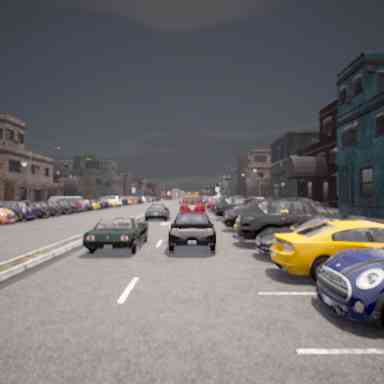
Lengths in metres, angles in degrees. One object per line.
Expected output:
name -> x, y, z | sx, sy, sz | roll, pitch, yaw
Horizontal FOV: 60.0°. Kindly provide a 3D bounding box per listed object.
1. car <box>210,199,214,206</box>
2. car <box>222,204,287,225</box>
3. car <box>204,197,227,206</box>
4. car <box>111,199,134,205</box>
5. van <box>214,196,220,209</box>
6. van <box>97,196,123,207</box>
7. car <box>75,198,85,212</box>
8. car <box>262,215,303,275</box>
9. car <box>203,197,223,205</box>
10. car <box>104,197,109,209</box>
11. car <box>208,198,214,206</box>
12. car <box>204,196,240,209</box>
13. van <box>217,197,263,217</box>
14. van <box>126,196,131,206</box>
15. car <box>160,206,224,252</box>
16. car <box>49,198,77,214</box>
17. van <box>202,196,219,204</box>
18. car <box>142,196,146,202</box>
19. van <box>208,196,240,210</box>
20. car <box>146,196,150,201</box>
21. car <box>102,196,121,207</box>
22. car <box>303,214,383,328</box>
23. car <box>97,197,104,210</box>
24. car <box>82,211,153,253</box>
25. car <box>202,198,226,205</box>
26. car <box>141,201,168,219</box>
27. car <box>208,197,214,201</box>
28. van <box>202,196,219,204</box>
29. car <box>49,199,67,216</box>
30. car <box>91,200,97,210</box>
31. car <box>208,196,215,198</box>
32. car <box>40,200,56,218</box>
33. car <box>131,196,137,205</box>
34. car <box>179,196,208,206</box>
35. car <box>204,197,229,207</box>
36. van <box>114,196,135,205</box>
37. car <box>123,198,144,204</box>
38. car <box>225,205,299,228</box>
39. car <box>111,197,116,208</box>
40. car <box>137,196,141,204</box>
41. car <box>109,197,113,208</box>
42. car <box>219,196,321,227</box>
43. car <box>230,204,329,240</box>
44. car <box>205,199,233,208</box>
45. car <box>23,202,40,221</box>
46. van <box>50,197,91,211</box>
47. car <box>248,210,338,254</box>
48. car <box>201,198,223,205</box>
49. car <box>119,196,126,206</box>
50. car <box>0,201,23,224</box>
car -> 4.721, 1.776, 36.838 | 4.674, 1.452, 2.002 | 0, 0, 0
car -> 4.716, 1.687, 25.597 | 4.674, 1.452, 2.002 | 0, 0, 0
car -> 4.703, 1.948, 67.283 | 4.553, 1.767, 2.185 | 0, -1, 0
car -> -15.477, 2.237, 74.160 | 4.674, 1.452, 2.002 | 0, -1, 0
van -> 4.604, 1.462, 31.159 | 4.442, 1.987, 1.878 | 0, 0, 0
van -> -15.591, 1.818, 63.135 | 4.442, 1.987, 1.878 | 0, -1, 0
car -> -15.458, 1.763, 38.319 | 4.892, 1.521, 2.231 | 0, -1, 0
car -> 4.708, 1.543, 9.048 | 5.008, 1.535, 2.097 | 0, 0, 0
car -> 4.768, 2.064, 75.618 | 4.553, 1.767, 2.185 | 0, -1, 0
car -> -15.463, 1.877, 49.347 | 4.892, 1.521, 2.231 | 0, -1, 0
car -> 4.694, 1.790, 39.492 | 4.792, 1.488, 2.163 | 0, -1, 0
car -> 4.701, 1.651, 53.388 | 5.566, 2.045, 2.435 | 0, -1, 0
van -> 4.839, 1.486, 33.936 | 4.442, 1.987, 1.878 | 0, 0, 0
van -> -15.594, 1.892, 68.648 | 4.442, 1.987, 1.878 | 0, -1, 0
car -> 0.009, 1.587, 14.297 | 2.128, 1.511, 4.902 | 0, 0, 0
car -> -15.457, 1.737, 35.563 | 4.892, 1.521, 2.231 | 0, -1, 0
van -> 4.858, 2.123, 86.736 | 4.442, 1.987, 1.878 | 0, -1, 0
car -> -15.513, 2.109, 85.193 | 5.566, 2.045, 2.435 | 0, -1, 0
van -> 4.610, 1.617, 47.831 | 4.442, 1.987, 1.878 | 0, -1, 0
car -> -15.516, 2.228, 93.467 | 5.566, 2.045, 2.435 | 0, -1, 0
car -> -15.478, 1.973, 57.619 | 5.008, 1.535, 2.097 | 0, -1, 0
car -> 4.743, 1.400, 6.145 | 4.553, 1.767, 2.185 | 0, 0, 0
car -> -15.653, 1.843, 46.591 | 5.366, 1.575, 1.946 | 0, -1, 0
car -> -2.994, 1.694, 14.111 | 1.895, 1.301, 4.718 | 0, 0, 0
car -> 4.732, 2.150, 72.835 | 5.008, 1.535, 2.097 | 0, -1, 0
car -> -2.985, 1.759, 29.349 | 1.994, 1.385, 4.181 | 0, 0, 0
car -> 4.719, 1.788, 42.271 | 4.892, 1.521, 2.231 | 0, -1, 0
van -> 4.859, 2.162, 89.515 | 4.442, 1.987, 1.878 | 0, -1, 0
car -> -15.456, 1.712, 32.807 | 4.892, 1.521, 2.231 | 0, 0, 0
car -> -15.464, 1.856, 43.833 | 4.674, 1.452, 2.002 | 0, -1, 0
car -> 4.698, 1.562, 45.054 | 5.566, 2.045, 2.435 | 0, -1, 0
car -> -15.455, 1.689, 30.049 | 4.892, 1.521, 2.231 | 0, 0, 0
car -> -15.293, 2.154, 71.403 | 5.366, 1.575, 1.946 | 0, -1, 0
car -> 0.011, 1.409, 29.000 | 2.150, 2.045, 5.566 | 0, 0, 0
car -> 4.702, 1.912, 64.503 | 4.553, 1.767, 2.185 | 0, -1, 0
van -> -15.598, 2.011, 76.920 | 4.442, 1.987, 1.878 | 0, -1, 0
car -> -15.480, 2.402, 88.072 | 5.008, 1.535, 2.097 | 0, -1, 0
car -> 4.715, 1.668, 22.883 | 4.674, 1.452, 2.002 | 0, 0, 0
car -> -15.474, 1.979, 54.861 | 4.674, 1.452, 2.002 | 0, -1, 0
car -> -15.487, 2.278, 79.674 | 5.008, 1.535, 2.097 | 0, -1, 0
car -> -15.499, 1.937, 52.105 | 4.792, 1.488, 2.163 | 0, -1, 0
car -> 4.689, 1.359, 20.167 | 5.566, 2.045, 2.435 | 0, 0, 0
car -> 4.901, 1.588, 17.261 | 5.366, 1.575, 1.946 | 0, 0, 0
car -> 4.725, 1.969, 58.943 | 4.892, 1.521, 2.231 | 0, -1, 0
car -> -15.428, 1.539, 27.294 | 4.553, 1.767, 2.185 | 0, 0, 0
van -> -15.348, 1.564, 41.203 | 4.442, 1.987, 1.878 | 0, -1, 0
car -> 4.720, 1.560, 11.703 | 4.892, 1.521, 2.231 | 0, 0, 0
car -> 4.733, 2.229, 78.395 | 5.008, 1.535, 2.097 | 0, -1, 0
car -> -15.502, 1.756, 60.378 | 5.566, 2.045, 2.435 | 0, -1, 0
car -> -15.490, 1.518, 24.536 | 4.553, 1.767, 2.185 | 0, 0, 0
